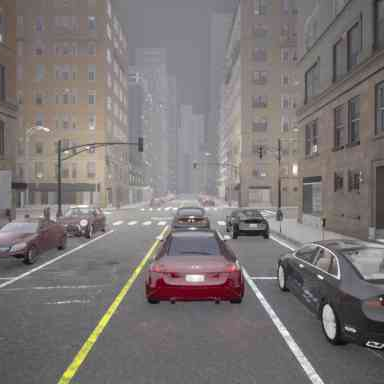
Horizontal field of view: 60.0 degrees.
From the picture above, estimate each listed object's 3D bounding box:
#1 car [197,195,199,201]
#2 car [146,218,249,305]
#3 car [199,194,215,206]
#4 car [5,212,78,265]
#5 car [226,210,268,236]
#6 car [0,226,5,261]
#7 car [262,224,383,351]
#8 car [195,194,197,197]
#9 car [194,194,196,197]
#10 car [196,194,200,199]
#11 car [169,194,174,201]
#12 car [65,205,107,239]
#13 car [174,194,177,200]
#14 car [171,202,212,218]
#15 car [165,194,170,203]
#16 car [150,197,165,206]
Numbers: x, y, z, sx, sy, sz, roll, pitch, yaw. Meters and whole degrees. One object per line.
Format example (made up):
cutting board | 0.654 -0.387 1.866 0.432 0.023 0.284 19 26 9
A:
car | 2.590 1.607 65.080 2.008 1.369 4.403 0 0 0
car | 0.042 1.564 8.168 1.994 1.385 4.181 0 0 -1
car | 2.623 1.476 54.263 1.967 1.590 4.097 0 0 0
car | -5.724 1.582 11.629 1.802 1.307 4.206 0 0 0
car | 2.774 1.567 17.173 1.947 1.339 4.313 0 0 0
car | -5.697 1.566 6.128 1.947 1.339 4.313 0 0 0
car | 2.828 1.551 6.170 2.008 1.369 4.403 0 0 0
car | 2.520 1.561 86.716 1.967 1.590 4.097 0 0 0
car | 2.502 1.457 92.126 2.192 1.841 5.009 0 0 0
car | 2.555 1.524 75.898 1.967 1.590 4.097 0 0 0
car | -5.986 1.626 81.106 1.752 1.417 4.829 0 0 0
car | -5.752 1.441 17.131 1.967 1.590 4.097 0 0 0
car | -6.022 1.457 92.093 2.192 1.841 5.009 0 0 0
car | -0.046 1.506 17.081 1.837 1.490 4.892 0 0 0
car | -5.935 1.607 65.050 2.008 1.369 4.403 0 0 0
car | -5.901 1.618 54.233 1.802 1.307 4.206 0 0 0
